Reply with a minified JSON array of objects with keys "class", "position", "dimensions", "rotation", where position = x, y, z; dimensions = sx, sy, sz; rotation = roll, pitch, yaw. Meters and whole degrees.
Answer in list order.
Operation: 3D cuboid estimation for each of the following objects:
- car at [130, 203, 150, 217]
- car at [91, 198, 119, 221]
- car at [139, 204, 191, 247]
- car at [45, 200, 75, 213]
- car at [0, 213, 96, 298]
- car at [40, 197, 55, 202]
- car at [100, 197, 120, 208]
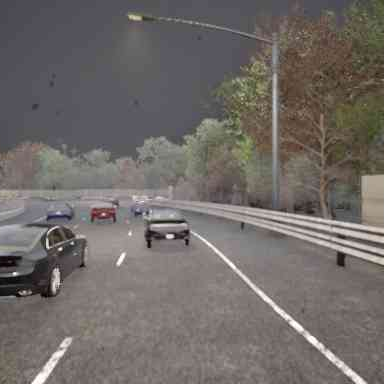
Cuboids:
[{"class":"car","position":[-4.905,1.673,32.146],"dimensions":[1.895,1.301,4.718],"rotation":[0,0,-16]},{"class":"car","position":[-7.291,1.551,27.543],"dimensions":[1.882,1.535,5.008],"rotation":[0,0,-14]},{"class":"car","position":[-1.244,1.522,15.352],"dimensions":[2.128,1.511,4.902],"rotation":[0,0,-9]},{"class":"car","position":[-11.201,1.653,28.585],"dimensions":[1.994,1.385,4.181],"rotation":[0,0,-15]},{"class":"car","position":[-3.964,1.534,8.474],"dimensions":[1.837,1.490,4.892],"rotation":[0,0,-5]},{"class":"car","position":[-35.852,1.865,82.069],"dimensions":[4.718,1.301,1.895],"rotation":[0,0,43]},{"class":"car","position":[-12.620,1.610,50.892],"dimensions":[1.882,1.535,5.008],"rotation":[0,0,-27]}]
